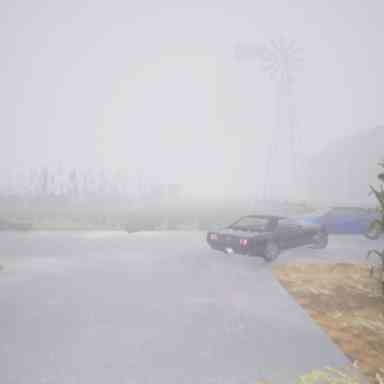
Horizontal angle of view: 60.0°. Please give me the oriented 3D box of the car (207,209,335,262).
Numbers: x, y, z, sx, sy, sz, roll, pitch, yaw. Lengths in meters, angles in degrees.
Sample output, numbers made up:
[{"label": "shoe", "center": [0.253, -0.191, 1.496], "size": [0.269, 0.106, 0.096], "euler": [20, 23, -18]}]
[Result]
[{"label": "car", "center": [2.820, 1.446, 11.515], "size": [4.718, 1.301, 1.895], "euler": [-1, 1, -41]}]

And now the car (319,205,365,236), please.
[{"label": "car", "center": [6.491, 1.324, 15.151], "size": [4.674, 1.442, 1.812], "euler": [0, 1, 0]}]
